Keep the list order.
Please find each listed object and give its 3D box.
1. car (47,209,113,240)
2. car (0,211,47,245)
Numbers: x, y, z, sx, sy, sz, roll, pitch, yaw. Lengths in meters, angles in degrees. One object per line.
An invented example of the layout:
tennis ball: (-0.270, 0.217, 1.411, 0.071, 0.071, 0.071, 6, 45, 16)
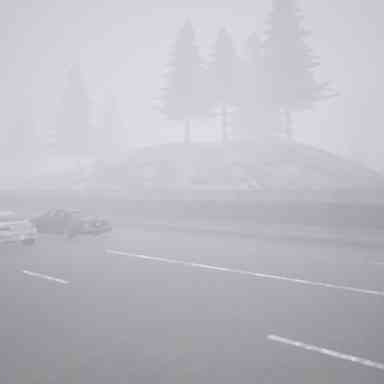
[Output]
car: (-6.430, 1.560, 16.987, 5.357, 1.411, 2.033, 0, 0, 35)
car: (-8.426, 1.530, 14.112, 4.674, 1.442, 1.812, 0, 0, 35)
